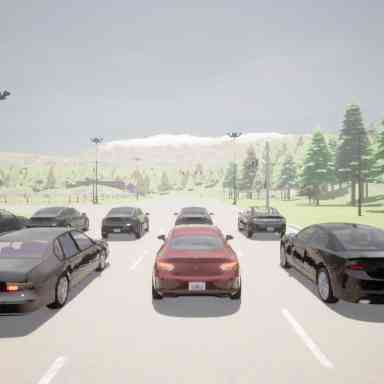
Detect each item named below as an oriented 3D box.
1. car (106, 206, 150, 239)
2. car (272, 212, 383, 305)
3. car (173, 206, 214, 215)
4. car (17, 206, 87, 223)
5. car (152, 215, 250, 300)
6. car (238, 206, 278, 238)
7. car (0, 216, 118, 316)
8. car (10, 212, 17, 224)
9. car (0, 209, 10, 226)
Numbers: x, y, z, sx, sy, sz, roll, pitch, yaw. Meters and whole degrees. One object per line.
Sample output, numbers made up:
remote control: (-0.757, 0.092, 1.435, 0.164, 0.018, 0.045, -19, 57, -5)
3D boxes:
car: (-3.406, 1.505, 17.529, 1.837, 1.490, 4.892, 0, 0, 0)
car: (3.599, 1.478, 8.187, 1.882, 1.535, 5.008, 0, 0, 0)
car: (0.094, 1.505, 17.535, 1.837, 1.490, 4.892, 0, 0, 0)
car: (-6.907, 1.505, 17.541, 1.837, 1.490, 4.892, 0, 0, 0)
car: (0.095, 1.526, 8.278, 1.812, 1.442, 4.674, 0, 0, 0)
car: (3.595, 1.492, 17.687, 2.128, 1.511, 4.902, 0, 0, 0)
car: (-3.405, 1.547, 7.782, 2.033, 1.411, 5.357, 0, 0, 0)
car: (-10.406, 1.548, 17.040, 2.033, 1.411, 5.357, 0, 0, 0)
car: (-6.907, 1.221, 7.695, 2.150, 2.045, 5.566, 0, 0, 0)
